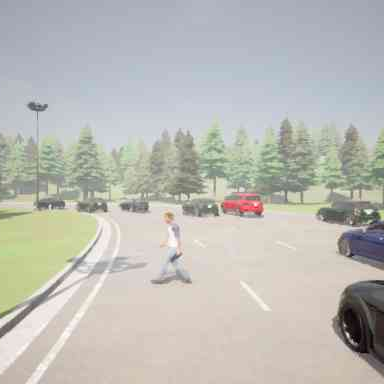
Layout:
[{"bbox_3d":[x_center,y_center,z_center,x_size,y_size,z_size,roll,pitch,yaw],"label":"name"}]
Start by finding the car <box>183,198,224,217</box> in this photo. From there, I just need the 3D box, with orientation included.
[{"bbox_3d":[0.739,1.351,31.383,2.097,1.767,4.553,0,0,-23],"label":"car"}]

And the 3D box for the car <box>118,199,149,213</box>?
[{"bbox_3d":[-6.620,1.488,37.350,2.128,1.511,4.902,0,0,-36],"label":"car"}]

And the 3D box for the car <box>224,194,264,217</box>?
[{"bbox_3d":[4.659,1.222,31.839,2.150,2.045,5.566,1,0,-21],"label":"car"}]

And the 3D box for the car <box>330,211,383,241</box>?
[{"bbox_3d":[6.273,1.526,9.891,1.812,1.442,4.674,0,0,-6],"label":"car"}]

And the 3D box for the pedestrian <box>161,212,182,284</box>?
[{"bbox_3d":[-0.497,1.294,8.074,0.375,1.860,0.375,0,0,-6],"label":"pedestrian"}]

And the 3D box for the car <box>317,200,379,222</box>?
[{"bbox_3d":[10.845,1.351,23.397,2.097,1.767,4.553,0,0,-13],"label":"car"}]

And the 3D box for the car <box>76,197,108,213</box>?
[{"bbox_3d":[-11.332,1.352,37.471,2.097,1.767,4.553,0,0,-41],"label":"car"}]

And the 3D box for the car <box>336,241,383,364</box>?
[{"bbox_3d":[3.316,1.564,3.510,1.994,1.385,4.181,0,0,-3],"label":"car"}]

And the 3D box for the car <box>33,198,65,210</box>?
[{"bbox_3d":[-18.846,1.505,43.895,4.892,1.490,1.837,0,0,30],"label":"car"}]
